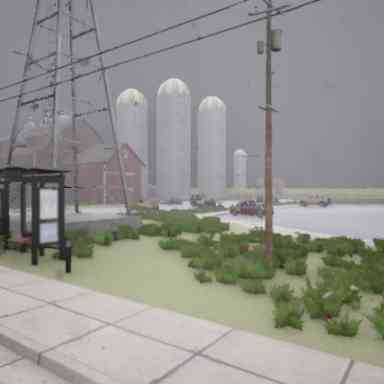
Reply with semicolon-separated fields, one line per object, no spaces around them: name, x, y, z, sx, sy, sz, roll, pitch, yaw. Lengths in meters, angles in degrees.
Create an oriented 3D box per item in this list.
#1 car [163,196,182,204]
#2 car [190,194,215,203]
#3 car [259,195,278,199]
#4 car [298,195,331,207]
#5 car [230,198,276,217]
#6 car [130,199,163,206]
car;-3.534;1.470;54.847;2.128;1.511;4.902;0;0;35
car;1.511;1.297;48.726;3.866;1.878;1.905;0;0;35
car;15.310;1.466;68.614;4.611;1.667;2.242;0;0;35
car;18.210;1.305;49.542;4.605;1.855;1.932;0;0;35
car;5.542;1.514;30.971;3.905;1.438;1.784;0;0;35
car;-5.708;1.488;37.325;4.193;1.474;1.816;0;0;35
